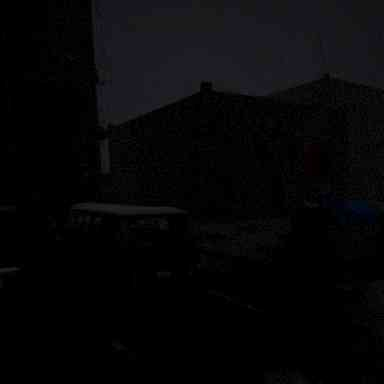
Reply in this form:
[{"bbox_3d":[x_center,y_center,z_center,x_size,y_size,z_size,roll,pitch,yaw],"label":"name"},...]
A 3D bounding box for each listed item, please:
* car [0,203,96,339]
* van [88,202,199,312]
[{"bbox_3d":[-3.988,1.229,6.193,2.435,2.045,5.566,0,0,-36],"label":"car"},{"bbox_3d":[-1.767,1.259,7.886,1.878,1.987,4.442,0,0,-36],"label":"van"}]
